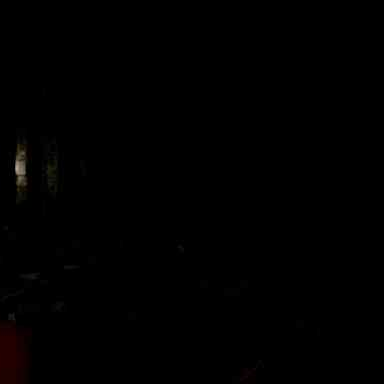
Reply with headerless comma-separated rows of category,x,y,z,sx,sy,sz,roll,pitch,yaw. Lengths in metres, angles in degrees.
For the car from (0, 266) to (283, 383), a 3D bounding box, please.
car,-1.261,1.566,3.865,4.507,1.381,1.887,0,0,35
